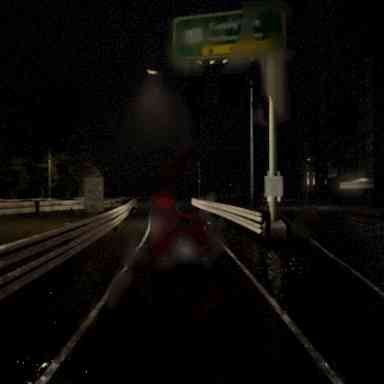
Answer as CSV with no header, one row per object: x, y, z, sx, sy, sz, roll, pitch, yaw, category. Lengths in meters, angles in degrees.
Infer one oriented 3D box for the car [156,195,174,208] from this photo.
-3.679,1.374,45.544,2.150,2.045,5.566,0,0,-4,car

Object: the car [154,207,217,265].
-0.294,1.504,11.836,1.882,1.535,5.008,0,0,-3,car
